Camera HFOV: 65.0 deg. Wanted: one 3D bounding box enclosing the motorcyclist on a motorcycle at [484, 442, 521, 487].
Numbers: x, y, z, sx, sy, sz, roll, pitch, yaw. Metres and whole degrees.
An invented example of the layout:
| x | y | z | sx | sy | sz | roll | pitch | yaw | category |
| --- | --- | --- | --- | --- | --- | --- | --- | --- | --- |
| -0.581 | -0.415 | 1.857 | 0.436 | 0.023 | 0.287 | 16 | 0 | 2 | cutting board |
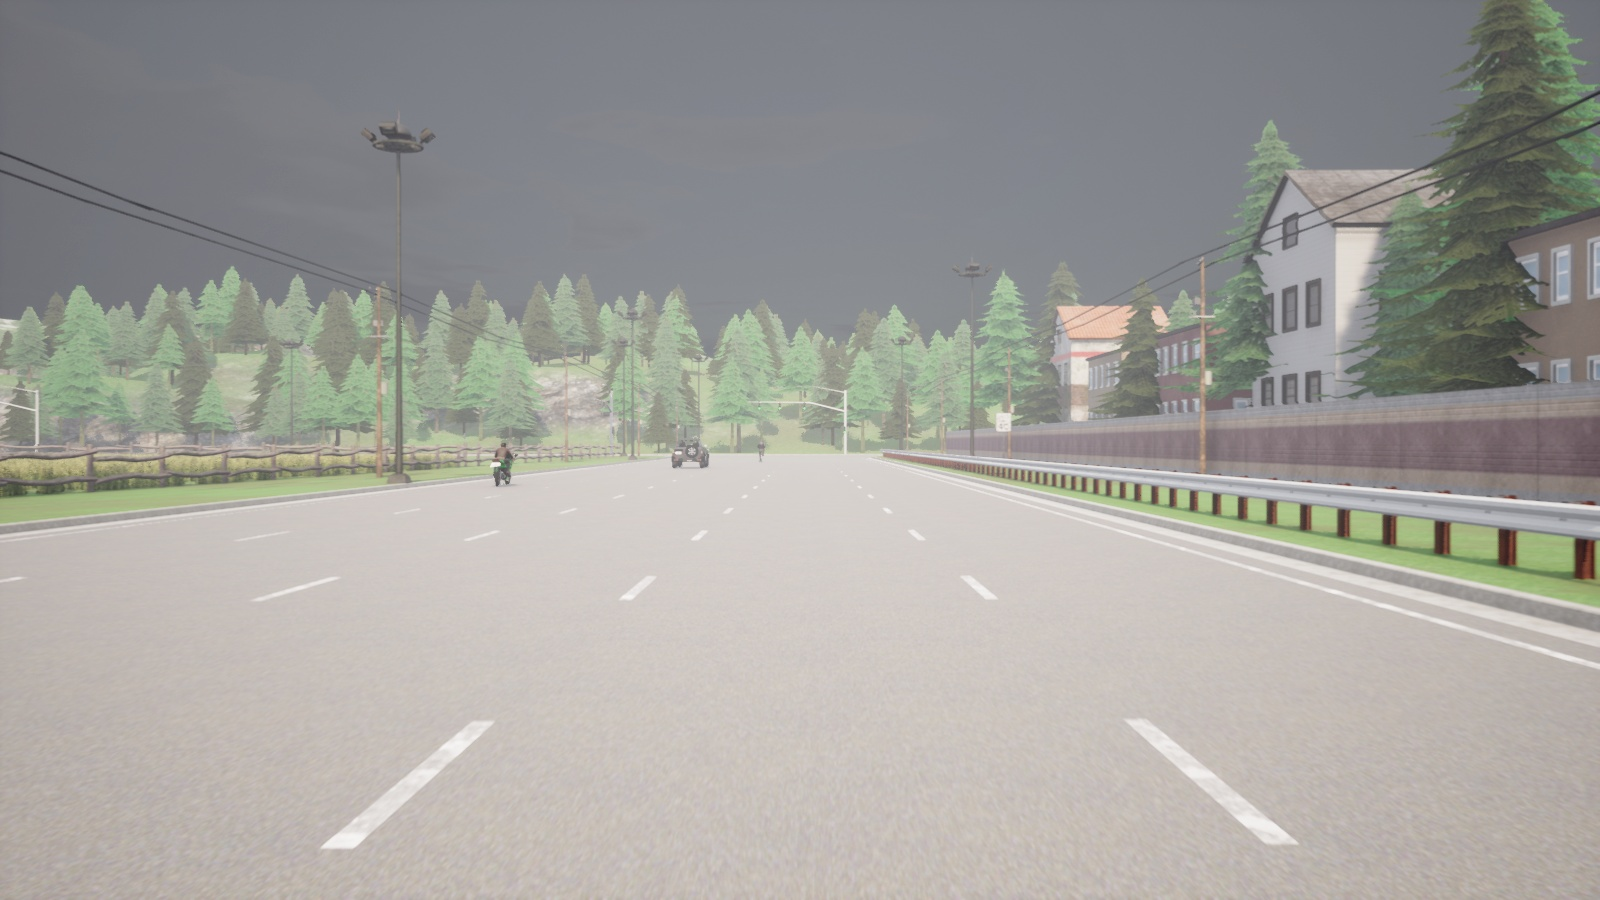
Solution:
| x | y | z | sx | sy | sz | roll | pitch | yaw | category |
| --- | --- | --- | --- | --- | --- | --- | --- | --- | --- |
| -10.238 | 0.476 | 43.282 | 0.797 | 1.523 | 2.044 | 0 | 0 | 0 | motorcyclist on a motorcycle |

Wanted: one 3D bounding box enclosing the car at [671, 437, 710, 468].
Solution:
| x | y | z | sx | sy | sz | roll | pitch | yaw | category |
| --- | --- | --- | --- | --- | --- | --- | --- | --- | --- |
| -6.553 | 0.132 | 75.625 | 1.932 | 1.855 | 4.605 | 0 | 0 | 0 | car |
